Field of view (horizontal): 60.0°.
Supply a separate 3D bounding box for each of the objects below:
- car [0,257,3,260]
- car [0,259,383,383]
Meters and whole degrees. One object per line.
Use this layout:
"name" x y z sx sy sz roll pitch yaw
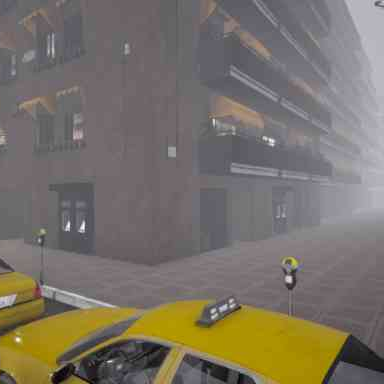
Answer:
"car" -4.591 1.527 6.009 4.829 1.417 1.752 0 0 36
"car" -0.003 1.526 2.728 4.829 1.417 1.752 0 0 36
